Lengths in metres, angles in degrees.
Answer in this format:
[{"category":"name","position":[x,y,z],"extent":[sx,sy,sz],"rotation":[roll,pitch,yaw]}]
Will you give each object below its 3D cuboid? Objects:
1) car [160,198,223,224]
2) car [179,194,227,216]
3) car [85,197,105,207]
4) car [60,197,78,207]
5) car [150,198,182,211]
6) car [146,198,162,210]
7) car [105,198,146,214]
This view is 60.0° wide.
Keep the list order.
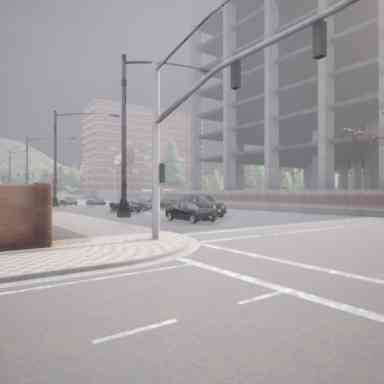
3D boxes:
[{"category":"car","position":[-0.170,1.476,25.062],"extent":[1.882,1.535,5.008],"rotation":[0,0,-35]},{"category":"car","position":[0.694,1.220,29.908],"extent":[2.150,2.045,5.566],"rotation":[0,0,-35]},{"category":"car","position":[-15.360,1.546,52.934],"extent":[2.033,1.411,5.357],"rotation":[0,0,-35]},{"category":"car","position":[-19.660,1.507,53.010],"extent":[1.837,1.490,4.892],"rotation":[0,0,-35]},{"category":"car","position":[-3.388,1.502,42.178],"extent":[1.837,1.490,4.892],"rotation":[0,0,-35]},{"category":"car","position":[-5.503,1.504,38.753],"extent":[1.837,1.490,4.892],"rotation":[0,0,-35]},{"category":"car","position":[-7.073,1.477,34.891],"extent":[1.882,1.535,5.008],"rotation":[0,1,-35]}]
